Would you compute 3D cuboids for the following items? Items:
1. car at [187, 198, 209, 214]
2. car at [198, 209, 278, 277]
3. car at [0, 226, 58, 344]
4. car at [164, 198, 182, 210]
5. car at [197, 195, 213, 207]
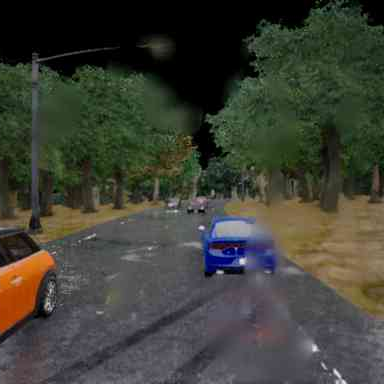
[{"bbox_3d":[0.538,1.651,35.575,1.895,1.301,4.718,0,0,4],"label":"car"},{"bbox_3d":[1.262,1.509,10.399,1.882,1.535,5.008,0,0,0],"label":"car"},{"bbox_3d":[-3.585,1.365,4.390,2.097,1.767,4.553,0,0,0],"label":"car"},{"bbox_3d":[-2.488,1.530,44.656,2.128,1.511,4.902,0,0,5],"label":"car"},{"bbox_3d":[1.509,1.377,48.996,2.097,1.767,4.553,0,0,7],"label":"car"}]
